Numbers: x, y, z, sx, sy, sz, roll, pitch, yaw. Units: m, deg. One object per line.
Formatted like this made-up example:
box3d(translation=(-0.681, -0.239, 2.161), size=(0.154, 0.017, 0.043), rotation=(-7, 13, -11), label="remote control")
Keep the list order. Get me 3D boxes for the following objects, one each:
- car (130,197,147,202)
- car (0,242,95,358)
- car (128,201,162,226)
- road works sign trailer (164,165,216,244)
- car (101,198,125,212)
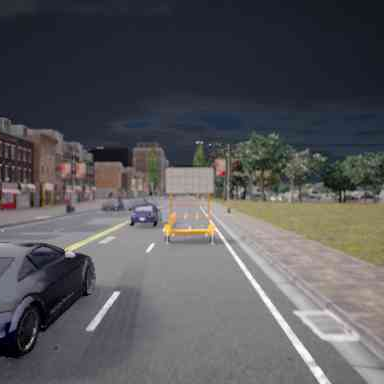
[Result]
box3d(translation=(-6.781, 1.509, 42.444), size=(2.097, 1.767, 4.553), rotation=(0, 0, 0), label="car")
box3d(translation=(-3.216, 1.598, 6.046), size=(1.994, 1.385, 4.181), rotation=(0, 0, 0), label="car")
box3d(translation=(-3.277, 1.617, 24.112), size=(1.812, 1.442, 4.674), rotation=(0, 0, 0), label="car")
box3d(translation=(-0.104, 0.516, 16.007), size=(2.380, 3.560, 2.880), rotation=(0, 0, 0), label="road works sign trailer")
box3d(translation=(-10.030, 1.524, 42.443), size=(2.097, 1.767, 4.553), rotation=(0, 0, 0), label="car")
